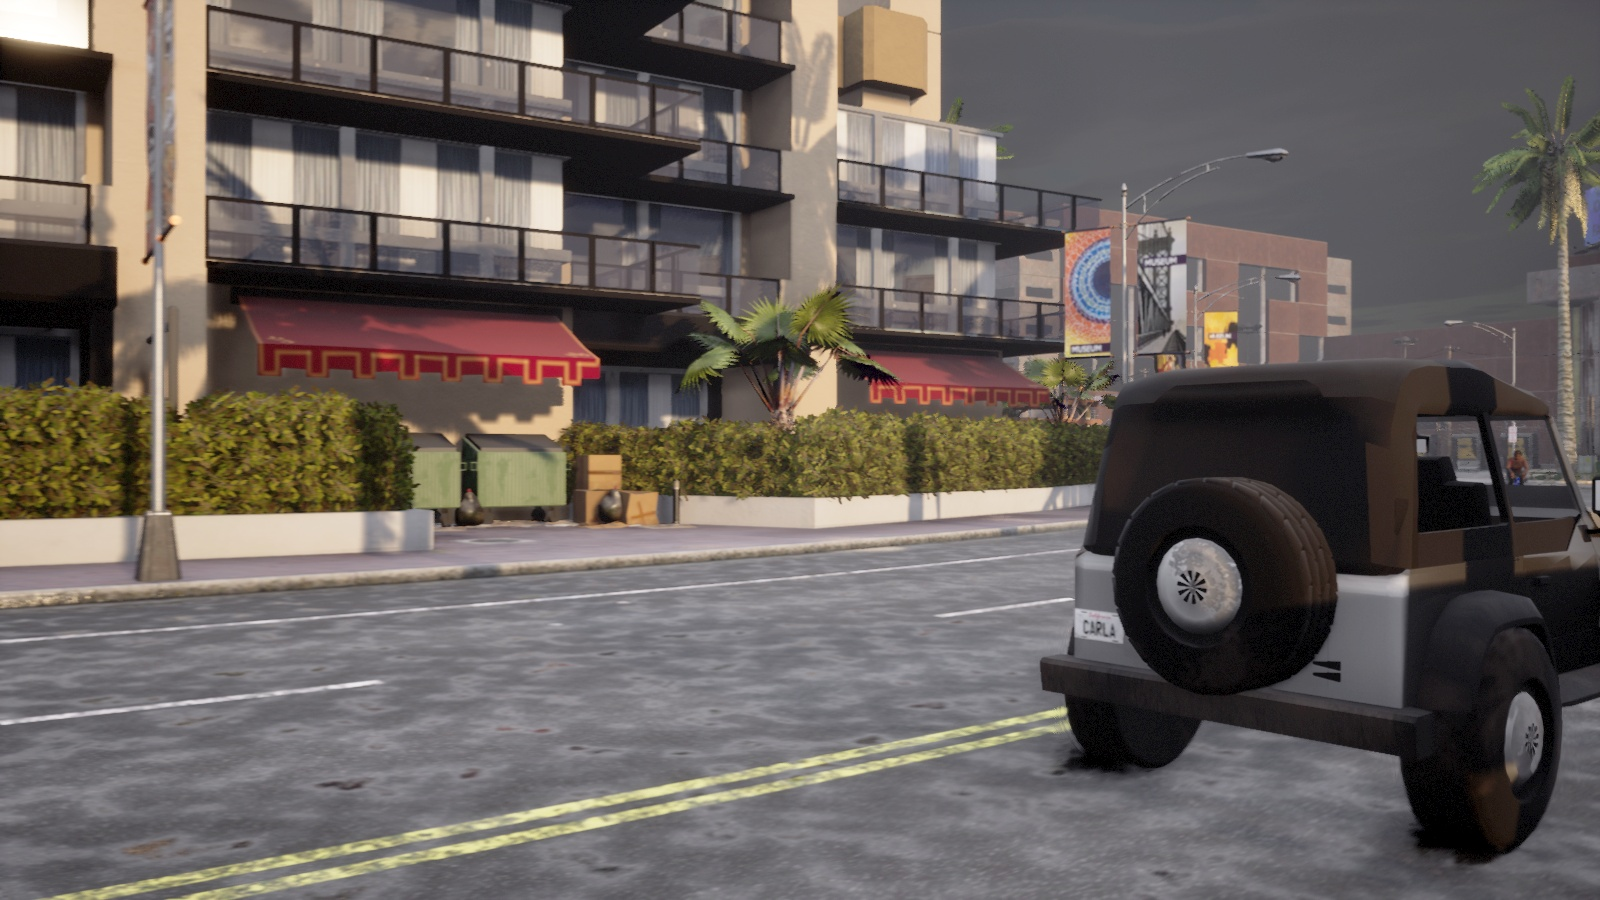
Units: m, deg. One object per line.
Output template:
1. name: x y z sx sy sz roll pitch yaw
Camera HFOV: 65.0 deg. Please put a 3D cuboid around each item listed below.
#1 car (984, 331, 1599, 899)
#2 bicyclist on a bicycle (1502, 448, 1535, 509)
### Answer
1. car: 2.916 0.552 6.081 3.866 1.878 1.905 0 0 -40
2. bicyclist on a bicycle: 19.492 0.751 34.099 0.582 1.620 1.656 0 0 23
